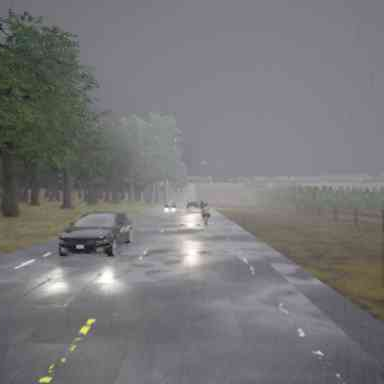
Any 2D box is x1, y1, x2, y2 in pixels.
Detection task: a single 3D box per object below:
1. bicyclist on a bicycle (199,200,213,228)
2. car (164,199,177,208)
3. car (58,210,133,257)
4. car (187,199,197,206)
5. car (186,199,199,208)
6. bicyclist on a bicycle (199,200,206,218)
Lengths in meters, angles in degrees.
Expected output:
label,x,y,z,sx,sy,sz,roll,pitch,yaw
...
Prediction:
label,x,y,z,sx,sy,sz,roll,pitch,yaw
bicyclist on a bicycle,0.946,1.514,21.766,0.866,1.612,1.509,0,-1,0
car,-3.569,1.926,55.610,2.128,1.511,4.902,0,-1,1
car,-3.602,1.502,13.198,1.882,1.535,5.008,0,0,0
car,-0.022,2.298,74.377,2.128,1.511,4.902,0,-1,0
car,0.069,1.942,55.737,1.837,1.490,4.892,0,0,0
bicyclist on a bicycle,0.956,1.608,31.545,0.582,1.620,1.656,0,-1,0
